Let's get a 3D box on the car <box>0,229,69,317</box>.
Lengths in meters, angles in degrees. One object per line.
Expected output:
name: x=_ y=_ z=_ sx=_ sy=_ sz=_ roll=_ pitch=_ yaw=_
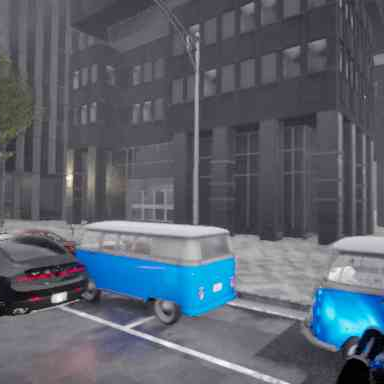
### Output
car: x=-4.371 y=1.726 z=7.586 sx=4.892 sy=1.490 sz=1.837 roll=-1 pitch=-2 yaw=37

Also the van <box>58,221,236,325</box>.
van: x=-1.000 y=1.583 z=7.382 sx=3.998 sy=1.788 sz=1.690 roll=-1 pitch=-2 yaw=37

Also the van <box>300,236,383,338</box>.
van: x=3.488 y=1.511 z=4.002 sx=3.998 sy=1.788 sz=1.690 roll=-1 pitch=-2 yaw=37

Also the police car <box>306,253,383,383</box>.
police car: x=3.528 y=1.519 z=1.639 sx=5.238 sy=1.638 sz=1.930 roll=-1 pitch=-2 yaw=37
